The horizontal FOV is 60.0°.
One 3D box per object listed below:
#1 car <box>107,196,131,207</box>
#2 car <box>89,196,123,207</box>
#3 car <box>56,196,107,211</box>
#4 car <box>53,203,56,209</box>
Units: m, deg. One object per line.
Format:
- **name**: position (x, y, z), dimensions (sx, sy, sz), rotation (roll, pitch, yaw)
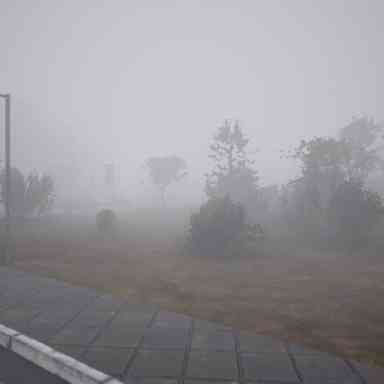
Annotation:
- **car**: position (-11.215, 1.529, 49.217), dimensions (1.895, 1.301, 4.718), rotation (0, 1, 39)
- **car**: position (-13.413, 1.397, 52.063), dimensions (1.882, 1.535, 5.008), rotation (0, 1, 39)
- **car**: position (-13.406, 1.477, 40.610), dimensions (2.128, 1.511, 4.902), rotation (0, 0, 39)
- **car**: position (-17.685, 1.484, 41.197), dimensions (2.128, 1.511, 4.902), rotation (0, 0, 39)
